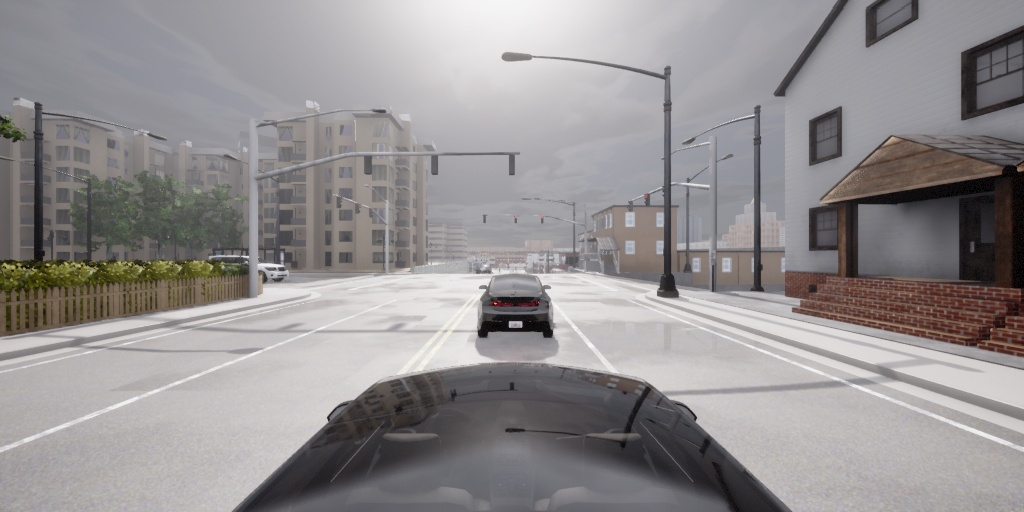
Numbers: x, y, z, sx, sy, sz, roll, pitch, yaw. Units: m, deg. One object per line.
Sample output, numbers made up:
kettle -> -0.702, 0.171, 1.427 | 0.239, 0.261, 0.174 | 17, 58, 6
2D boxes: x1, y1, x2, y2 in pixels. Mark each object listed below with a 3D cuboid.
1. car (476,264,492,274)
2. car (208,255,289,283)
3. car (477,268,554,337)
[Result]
car -> -3.630, 1.755, 47.089 | 2.128, 1.511, 4.902 | 0, -5, 0
car -> -19.962, 0.971, 26.961 | 5.566, 2.045, 2.150 | 0, 0, 1
car -> 0.090, 1.255, 10.276 | 1.837, 1.490, 4.892 | 0, 0, 0
